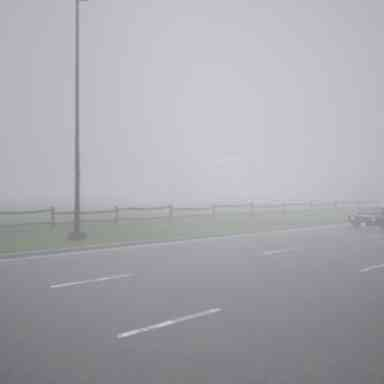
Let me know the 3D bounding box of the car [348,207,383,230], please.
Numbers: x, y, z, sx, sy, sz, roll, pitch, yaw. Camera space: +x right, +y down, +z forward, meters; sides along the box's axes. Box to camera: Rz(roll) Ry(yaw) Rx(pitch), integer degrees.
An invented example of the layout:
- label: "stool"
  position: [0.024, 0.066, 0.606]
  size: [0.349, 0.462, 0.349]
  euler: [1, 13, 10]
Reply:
- label: "car"
  position: [11.968, 1.630, 21.051]
  size: [4.718, 1.301, 1.895]
  euler: [0, 0, -36]
